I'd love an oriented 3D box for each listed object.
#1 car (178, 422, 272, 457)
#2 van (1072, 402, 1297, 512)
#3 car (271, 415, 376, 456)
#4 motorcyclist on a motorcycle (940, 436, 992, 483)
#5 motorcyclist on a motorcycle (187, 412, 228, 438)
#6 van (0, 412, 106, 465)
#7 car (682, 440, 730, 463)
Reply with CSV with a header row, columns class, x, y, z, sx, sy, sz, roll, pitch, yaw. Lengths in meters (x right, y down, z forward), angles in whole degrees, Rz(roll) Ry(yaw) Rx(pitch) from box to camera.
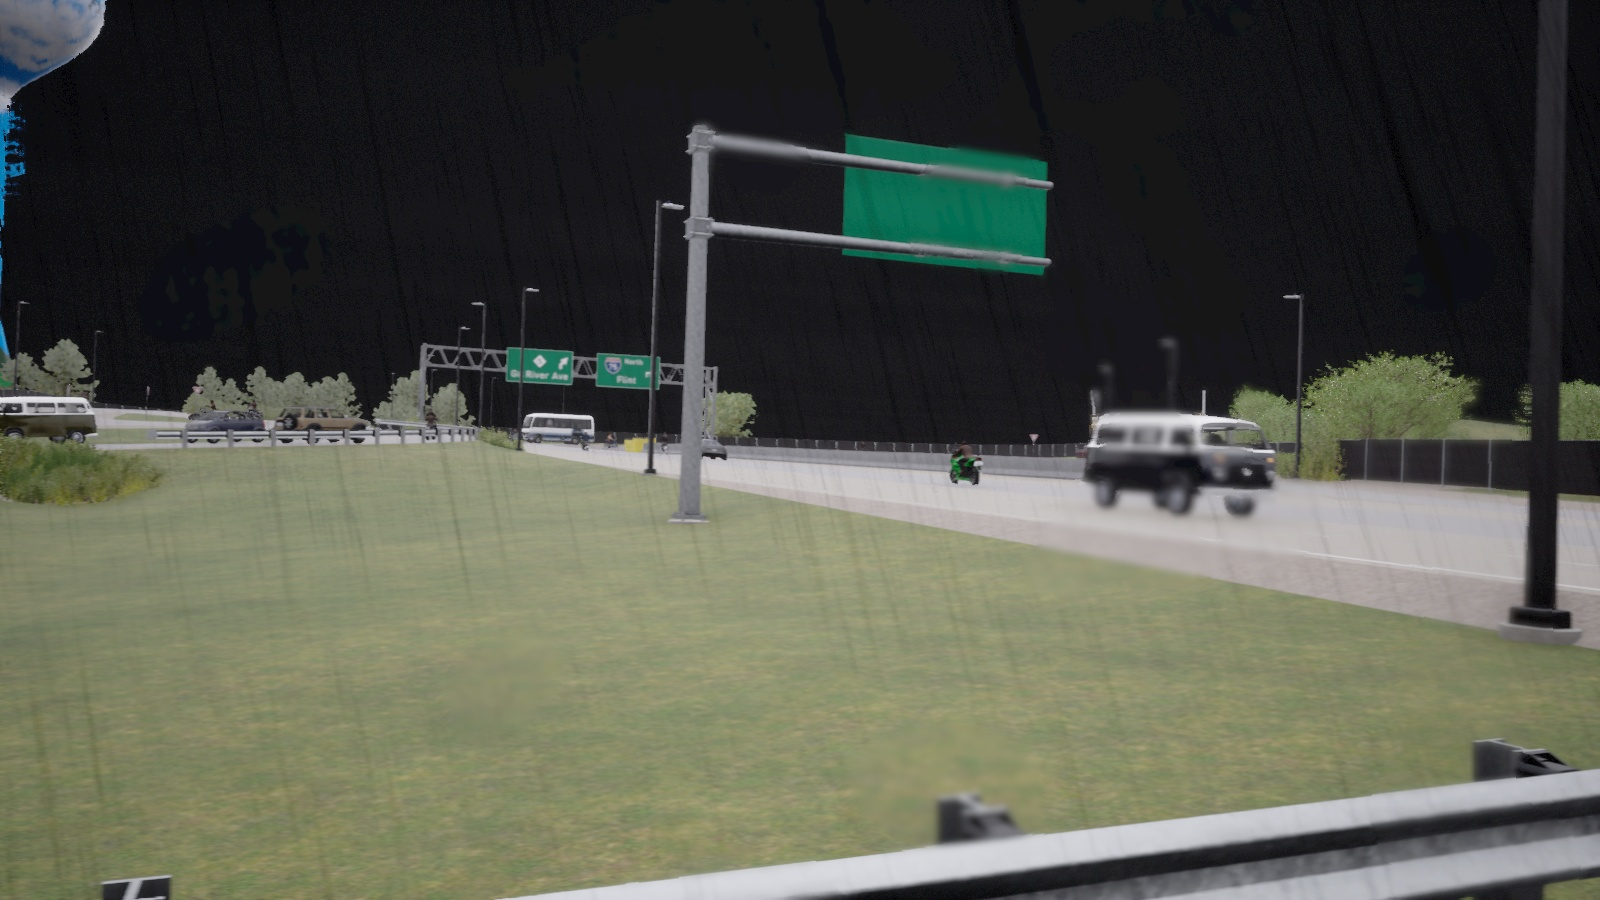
class,x,y,z,sx,sy,sz,roll,pitch,yaw
car,-27.072,-0.506,59.210,1.789,1.549,3.705,0,2,25
van,7.771,0.126,25.886,2.069,2.038,4.480,1,0,-21
car,-22.523,-0.722,59.529,1.932,1.855,4.605,0,2,25
motorcyclist on a motorcycle,5.485,0.311,41.653,0.797,1.523,2.044,1,0,-21
motorcyclist on a motorcycle,-38.470,-1.624,81.564,2.350,1.649,0.766,0,2,-20
van,-31.381,-0.486,51.619,2.069,2.038,4.480,0,2,32
car,-6.136,0.082,81.843,1.994,1.385,4.181,1,0,-21
